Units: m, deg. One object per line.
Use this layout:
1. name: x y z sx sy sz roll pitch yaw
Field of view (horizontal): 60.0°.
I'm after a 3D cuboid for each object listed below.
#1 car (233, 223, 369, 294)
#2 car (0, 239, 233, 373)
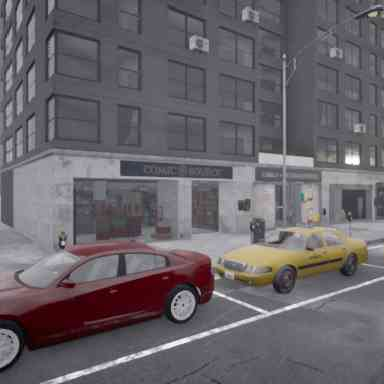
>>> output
1. car: 2.791 1.525 8.768 4.829 1.417 1.752 0 0 -36
2. car: -1.682 1.545 5.569 4.507 1.381 1.887 0 0 -36
